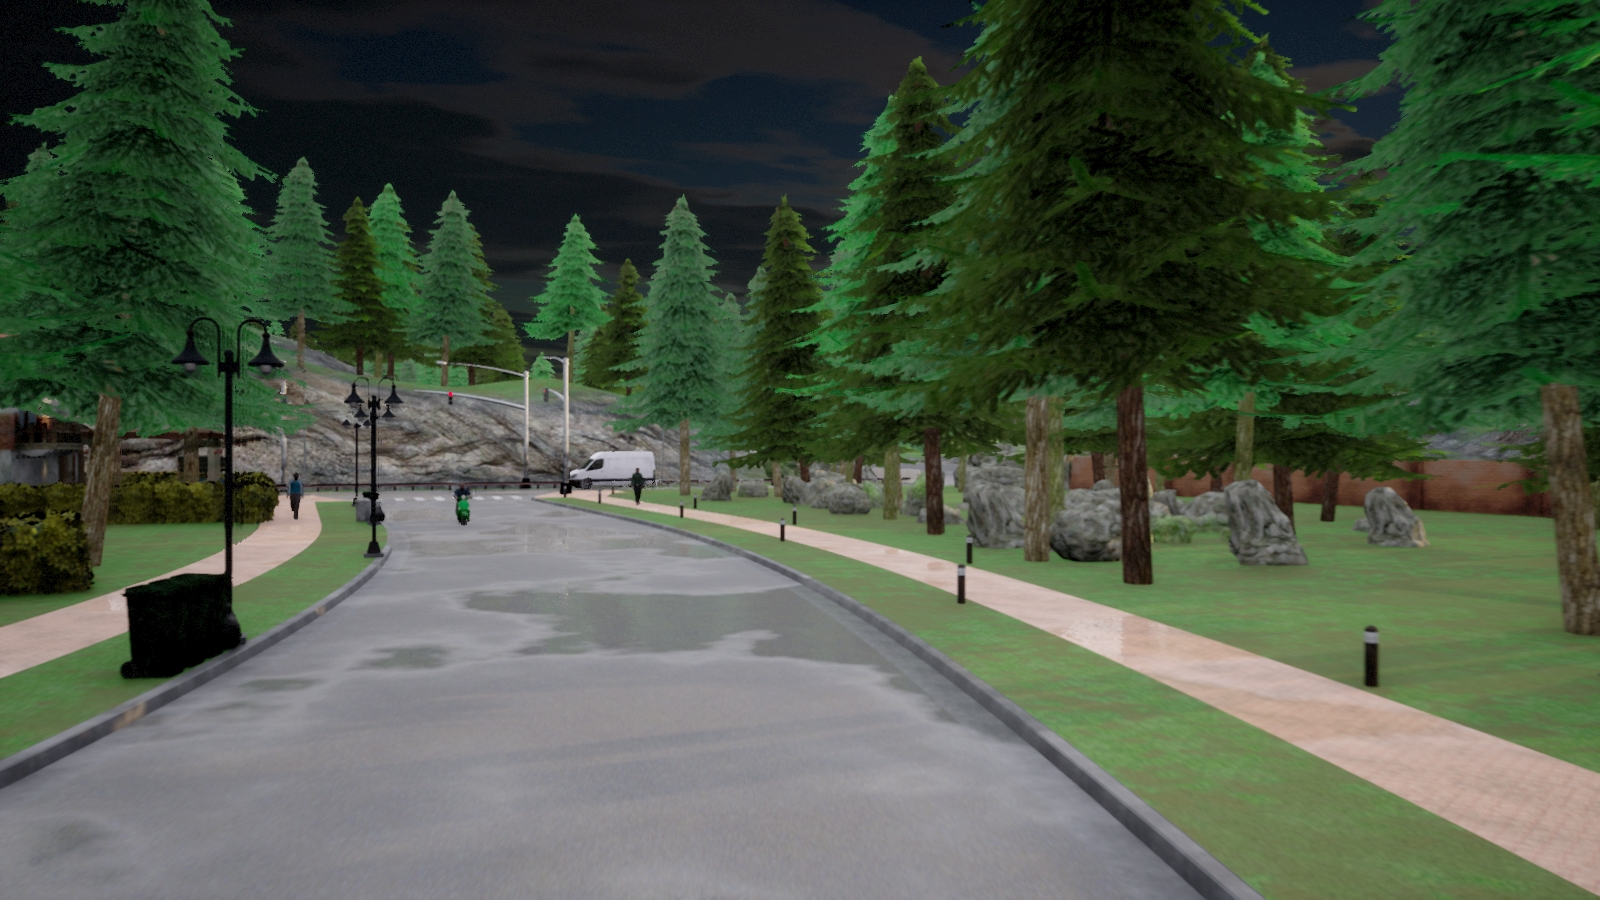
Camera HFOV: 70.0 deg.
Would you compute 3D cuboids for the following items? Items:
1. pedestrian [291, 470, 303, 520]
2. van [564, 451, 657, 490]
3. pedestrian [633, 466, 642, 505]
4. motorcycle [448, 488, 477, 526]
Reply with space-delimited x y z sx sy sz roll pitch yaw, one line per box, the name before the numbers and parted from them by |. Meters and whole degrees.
pedestrian | -18.876 1.666 42.844 0.375 1.860 0.375 0 0 -19
van | -12.801 1.338 77.216 5.915 2.561 1.988 0 0 -24
pedestrian | -7.649 1.666 53.894 0.375 1.860 0.375 0 0 -15
motorcycle | -12.555 2.100 42.476 0.856 1.334 1.805 0 0 -22
